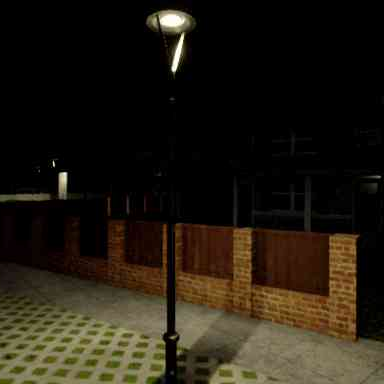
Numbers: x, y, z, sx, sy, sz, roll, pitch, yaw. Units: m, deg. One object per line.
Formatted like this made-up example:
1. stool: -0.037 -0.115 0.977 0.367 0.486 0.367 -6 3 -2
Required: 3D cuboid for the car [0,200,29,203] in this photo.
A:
1. car: -12.295 1.252 22.879 2.033 1.411 5.357 1 2 39
